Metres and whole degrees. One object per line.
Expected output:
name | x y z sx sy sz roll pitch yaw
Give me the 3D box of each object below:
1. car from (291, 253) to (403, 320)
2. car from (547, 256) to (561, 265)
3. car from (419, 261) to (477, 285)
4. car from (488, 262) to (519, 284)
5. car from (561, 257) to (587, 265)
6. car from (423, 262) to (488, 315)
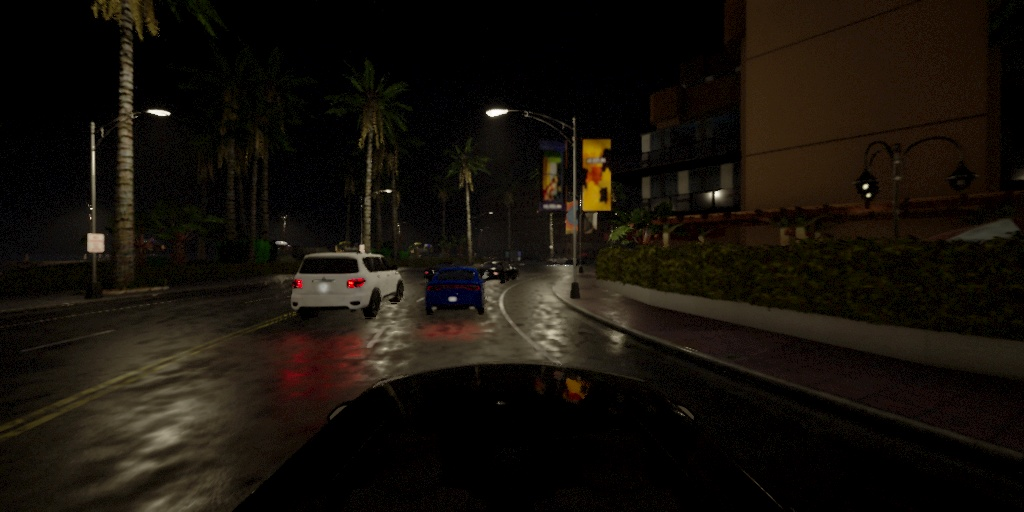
car | -5.413 0.902 12.553 2.150 2.045 5.566 0 1 -5
car | 7.975 0.802 62.519 1.812 1.442 4.674 0 1 44
car | -4.403 1.125 25.841 2.033 1.411 5.357 0 0 15
car | -0.962 1.123 25.185 2.033 1.411 5.357 0 0 15
car | 10.735 0.850 60.301 1.994 1.385 4.181 0 1 44
car | -1.940 1.145 13.301 1.882 1.535 5.008 0 0 -4
